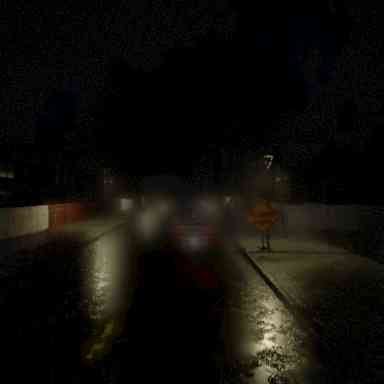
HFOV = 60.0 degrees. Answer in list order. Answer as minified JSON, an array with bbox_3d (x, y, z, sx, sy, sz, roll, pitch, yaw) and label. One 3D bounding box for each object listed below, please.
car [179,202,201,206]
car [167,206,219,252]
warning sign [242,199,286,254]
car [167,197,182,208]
[{"bbox_3d":[0.144,1.749,28.113,1.895,1.301,4.718,0,0,1],"label":"car"},{"bbox_3d":[0.107,1.564,14.245,2.128,1.511,4.902,0,0,0],"label":"car"},{"bbox_3d":[2.539,1.177,11.923,1.300,1.860,1.060,-1,-1,0],"label":"warning sign"},{"bbox_3d":[-2.674,1.650,51.786,2.097,1.767,4.553,0,-1,0],"label":"car"}]
